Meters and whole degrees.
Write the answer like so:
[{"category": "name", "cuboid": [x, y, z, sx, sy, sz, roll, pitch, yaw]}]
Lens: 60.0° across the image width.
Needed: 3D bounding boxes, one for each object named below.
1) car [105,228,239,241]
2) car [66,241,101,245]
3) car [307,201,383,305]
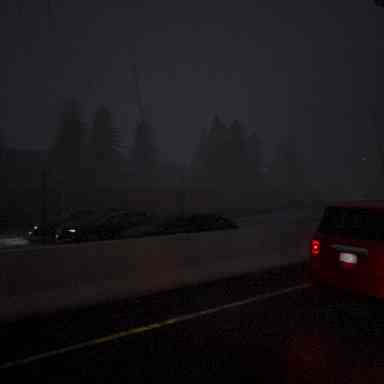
[{"category": "car", "cuboid": [-0.420, 1.491, 12.311, 4.892, 1.490, 1.837, 0, 0, -36]}, {"category": "car", "cuboid": [-3.333, 1.479, 14.526, 4.902, 1.511, 2.128, 0, 0, -36]}, {"category": "car", "cuboid": [4.832, 1.205, 7.189, 5.566, 2.045, 2.150, 0, 0, -35]}]
